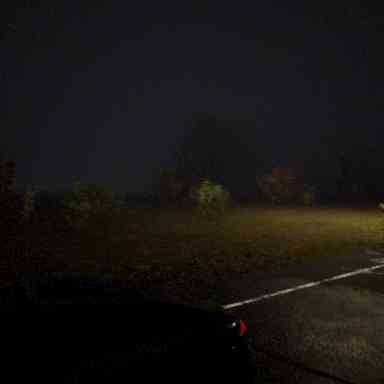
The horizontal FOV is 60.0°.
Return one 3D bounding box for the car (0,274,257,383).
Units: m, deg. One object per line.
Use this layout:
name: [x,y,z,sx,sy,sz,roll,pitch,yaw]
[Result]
car: [-1.399,1.564,2.996,4.181,1.385,1.994,0,0,-36]
